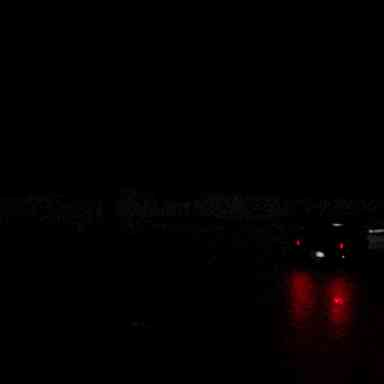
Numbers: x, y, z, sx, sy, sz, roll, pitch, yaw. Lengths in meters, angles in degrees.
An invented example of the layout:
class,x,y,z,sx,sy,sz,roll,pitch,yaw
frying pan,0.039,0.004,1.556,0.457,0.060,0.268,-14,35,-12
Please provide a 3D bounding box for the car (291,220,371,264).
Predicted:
class,x,y,z,sx,sy,sz,roll,pitch,yaw
car,5.305,1.681,12.311,1.895,1.301,4.718,-1,-1,35

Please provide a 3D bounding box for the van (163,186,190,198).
class,x,y,z,sx,sy,sz,roll,pitch,yaw
van,-2.679,0.017,58.597,4.442,1.987,1.878,-1,4,-18

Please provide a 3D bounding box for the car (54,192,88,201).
class,x,y,z,sx,sy,sz,roll,pitch,yaw
car,-19.827,0.706,53.865,4.674,1.452,2.002,-3,4,-20

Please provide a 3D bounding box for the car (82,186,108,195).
class,x,y,z,sx,sy,sz,roll,pitch,yaw
car,-19.967,-0.400,68.575,5.008,1.535,2.097,-3,4,-20

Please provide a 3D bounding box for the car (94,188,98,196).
class,x,y,z,sx,sy,sz,roll,pitch,yaw
car,-19.857,0.113,59.745,4.553,1.767,2.185,-3,5,-20

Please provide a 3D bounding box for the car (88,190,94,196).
class,x,y,z,sx,sy,sz,roll,pitch,yaw
car,-19.829,0.481,56.819,4.792,1.488,2.163,-3,4,-20

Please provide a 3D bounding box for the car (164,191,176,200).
class,x,y,z,sx,sy,sz,roll,pitch,yaw
car,-2.870,0.462,55.585,5.008,1.535,2.097,-1,4,-18

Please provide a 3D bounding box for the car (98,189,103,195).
class,x,y,z,sx,sy,sz,roll,pitch,yaw
car,-19.937,0.057,62.679,4.792,1.488,2.163,-3,5,-20
